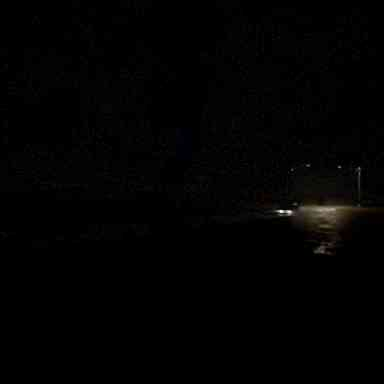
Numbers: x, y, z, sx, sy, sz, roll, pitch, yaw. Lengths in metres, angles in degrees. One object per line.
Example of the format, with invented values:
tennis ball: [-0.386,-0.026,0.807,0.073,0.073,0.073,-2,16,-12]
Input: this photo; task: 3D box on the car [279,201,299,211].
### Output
car: [14.478,2.044,49.588,1.994,1.385,4.181,0,0,36]
